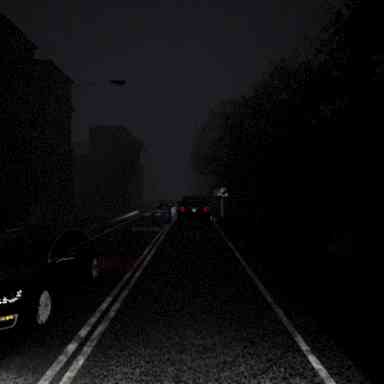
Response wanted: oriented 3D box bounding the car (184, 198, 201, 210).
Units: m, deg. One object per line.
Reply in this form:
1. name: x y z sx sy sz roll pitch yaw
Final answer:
1. car: 0.092 1.493 42.693 2.033 1.411 5.357 0 0 0

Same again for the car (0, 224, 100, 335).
1. car: -3.328 1.500 6.953 1.837 1.490 4.892 0 0 0

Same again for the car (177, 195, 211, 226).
1. car: 0.130 1.220 23.239 2.150 2.045 5.566 0 0 0

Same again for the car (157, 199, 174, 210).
1. car: -3.341 1.541 41.629 1.895 1.301 4.718 0 0 0
